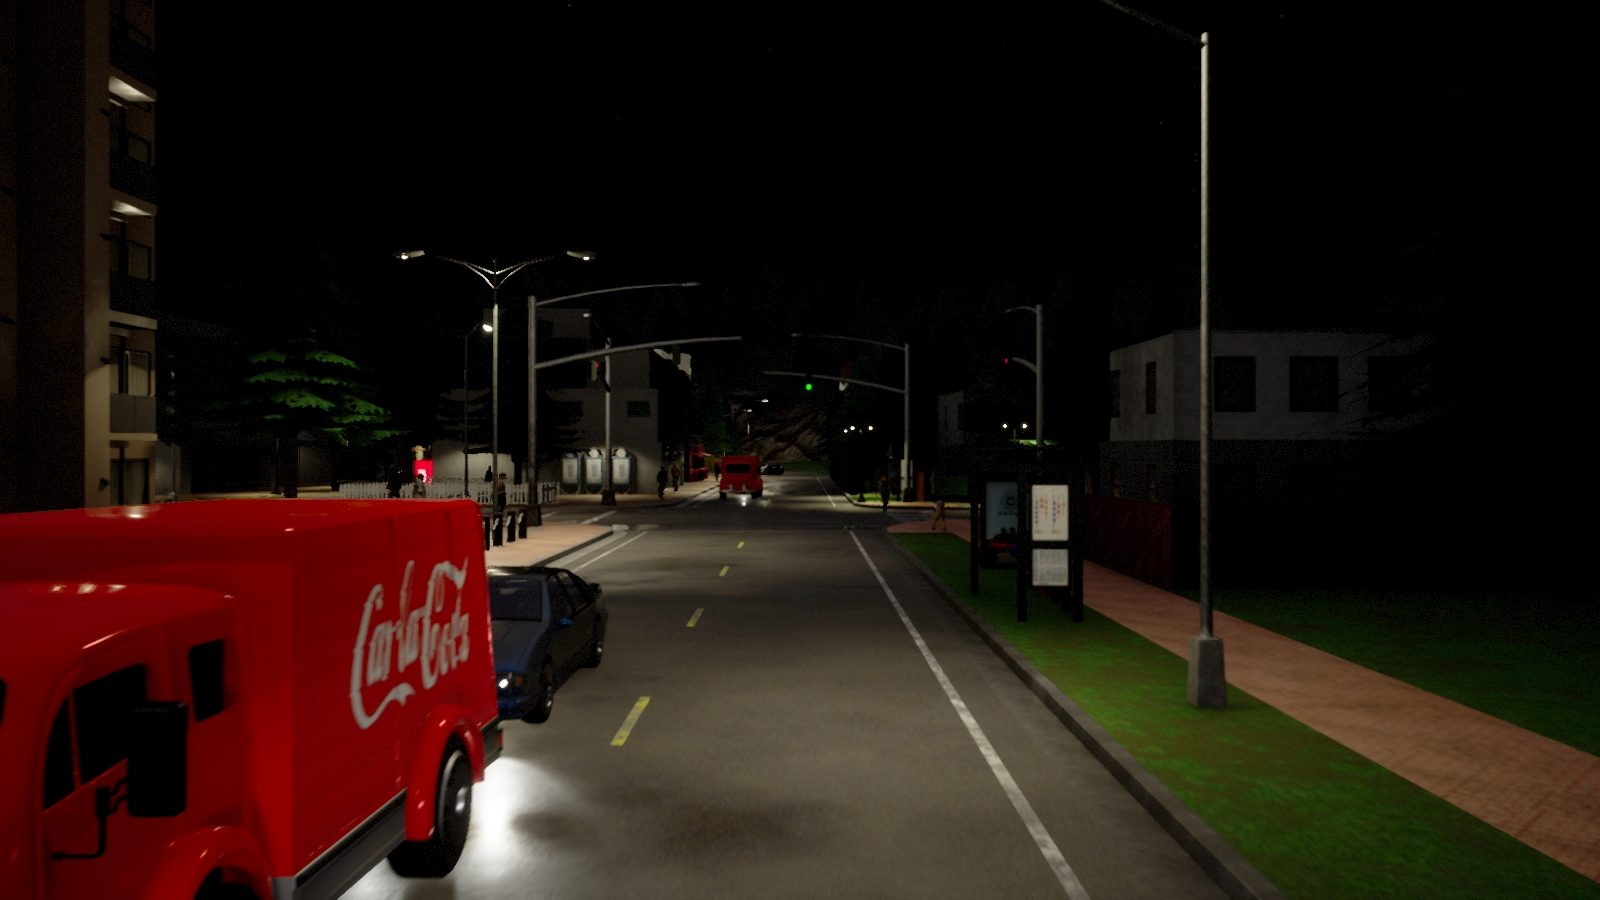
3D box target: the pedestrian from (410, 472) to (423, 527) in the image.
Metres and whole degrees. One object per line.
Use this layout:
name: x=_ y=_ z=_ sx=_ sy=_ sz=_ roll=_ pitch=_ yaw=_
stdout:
pedestrian: x=-13.148 y=1.689 z=39.193 sx=0.375 sy=1.860 sz=0.375 roll=0 pitch=0 yaw=-26

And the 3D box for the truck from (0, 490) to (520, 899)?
truck: x=-3.504 y=1.548 z=6.352 sx=2.627 sy=2.467 sz=5.204 roll=0 pitch=0 yaw=0

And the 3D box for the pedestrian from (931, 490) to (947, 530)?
pedestrian: x=4.560 y=1.962 z=37.439 sx=0.375 sy=1.300 sz=0.375 roll=0 pitch=0 yaw=-31

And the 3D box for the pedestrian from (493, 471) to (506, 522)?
pedestrian: x=-10.935 y=1.691 z=41.601 sx=0.375 sy=1.860 sz=0.375 roll=0 pitch=0 yaw=-1

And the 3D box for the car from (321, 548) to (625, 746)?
car: x=-3.492 y=2.086 z=13.444 sx=2.033 sy=1.411 sz=5.357 roll=0 pitch=0 yaw=0
